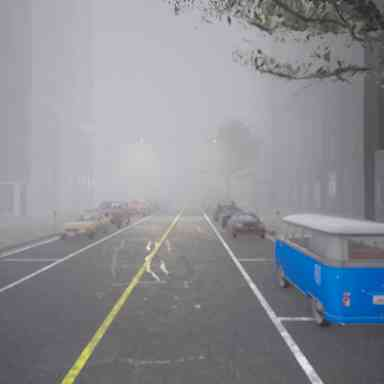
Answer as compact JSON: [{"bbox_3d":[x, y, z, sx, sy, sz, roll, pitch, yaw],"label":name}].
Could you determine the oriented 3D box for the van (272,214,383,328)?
[{"bbox_3d":[2.861,1.406,6.861,1.690,1.788,3.998,0,-1,0],"label":"van"}]

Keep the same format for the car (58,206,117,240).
[{"bbox_3d":[-5.660,1.697,17.982,1.752,1.417,4.829,0,-1,0],"label":"car"}]

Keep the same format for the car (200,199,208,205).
[{"bbox_3d":[2.892,2.470,80.167,1.947,1.339,4.313,0,-1,0],"label":"car"}]

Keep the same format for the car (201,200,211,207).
[{"bbox_3d":[2.887,2.342,68.888,1.802,1.307,4.206,0,-1,0],"label":"car"}]

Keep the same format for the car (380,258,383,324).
[{"bbox_3d":[2.859,1.453,1.220,1.967,1.590,4.097,0,-1,0],"label":"car"}]

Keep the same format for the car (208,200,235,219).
[{"bbox_3d":[2.870,1.614,29.417,2.192,1.841,5.009,0,-1,0],"label":"car"}]

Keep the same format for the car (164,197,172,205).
[{"bbox_3d":[-5.638,2.325,68.896,1.947,1.339,4.313,0,-1,0],"label":"car"}]

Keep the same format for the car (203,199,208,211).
[{"bbox_3d":[2.878,2.056,46.332,1.947,1.339,4.313,0,-1,0],"label":"car"}]

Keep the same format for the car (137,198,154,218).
[{"bbox_3d":[-5.653,1.677,35.069,2.192,1.841,5.009,0,-1,0],"label":"car"}]

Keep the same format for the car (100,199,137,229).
[{"bbox_3d":[-5.658,1.550,23.791,2.192,1.841,5.009,0,-1,0],"label":"car"}]

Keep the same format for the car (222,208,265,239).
[{"bbox_3d":[2.865,1.756,18.137,1.802,1.307,4.206,0,-1,0],"label":"car"}]

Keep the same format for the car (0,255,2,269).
[{"bbox_3d":[-5.664,1.646,6.874,1.802,1.307,4.206,0,-1,0],"label":"car"}]

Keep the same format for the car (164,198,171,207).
[{"bbox_3d":[-5.640,2.255,63.258,1.947,1.339,4.313,0,-1,0],"label":"car"}]

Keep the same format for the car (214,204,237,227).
[{"bbox_3d":[2.867,1.801,23.775,1.947,1.339,4.313,0,-1,0],"label":"car"}]

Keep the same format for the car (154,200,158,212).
[{"bbox_3d":[-5.650,1.991,40.705,1.947,1.339,4.313,0,-1,0],"label":"car"}]

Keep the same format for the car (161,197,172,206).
[{"bbox_3d":[-5.636,2.145,74.537,2.192,1.841,5.009,0,-1,0],"label":"car"}]

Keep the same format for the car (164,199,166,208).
[{"bbox_3d":[-5.645,2.099,51.982,1.887,1.381,4.507,0,-1,0],"label":"car"}]

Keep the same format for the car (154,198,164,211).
[{"bbox_3d":[-5.648,1.805,46.345,2.192,1.841,5.009,0,-1,0],"label":"car"}]

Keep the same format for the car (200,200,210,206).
[{"bbox_3d":[2.890,2.397,74.527,1.947,1.339,4.313,0,-1,0],"label":"car"}]
